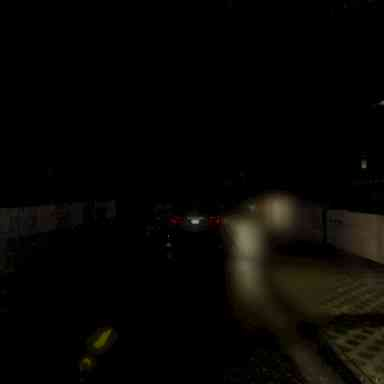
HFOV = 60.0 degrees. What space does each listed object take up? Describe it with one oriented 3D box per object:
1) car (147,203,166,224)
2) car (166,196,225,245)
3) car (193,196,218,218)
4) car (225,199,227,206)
[{"bbox_3d":[-2.246,1.636,26.363,1.882,1.535,5.008,0,0,5],"label":"car"},{"bbox_3d":[0.171,1.308,16.107,2.150,2.045,5.566,0,0,1],"label":"car"},{"bbox_3d":[1.470,1.428,34.095,2.150,2.045,5.566,0,0,7],"label":"car"},{"bbox_3d":[5.821,2.033,66.826,2.128,1.511,4.902,-1,-1,17],"label":"car"}]
